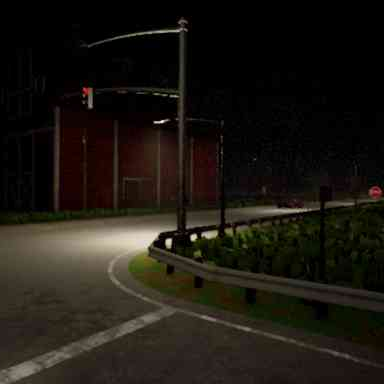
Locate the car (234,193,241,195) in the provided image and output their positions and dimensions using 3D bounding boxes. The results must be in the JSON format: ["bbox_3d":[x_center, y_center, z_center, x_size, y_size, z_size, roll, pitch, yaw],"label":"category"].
[{"bbox_3d":[12.418,1.088,89.532,1.784,1.438,3.905,1,0,36],"label":"car"}]

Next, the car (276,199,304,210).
[{"bbox_3d":[12.171,1.475,41.142,1.895,1.301,4.718,1,0,37],"label":"car"}]

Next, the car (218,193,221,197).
[{"bbox_3d":[5.819,1.085,78.424,1.816,1.474,4.193,1,0,36],"label":"car"}]
